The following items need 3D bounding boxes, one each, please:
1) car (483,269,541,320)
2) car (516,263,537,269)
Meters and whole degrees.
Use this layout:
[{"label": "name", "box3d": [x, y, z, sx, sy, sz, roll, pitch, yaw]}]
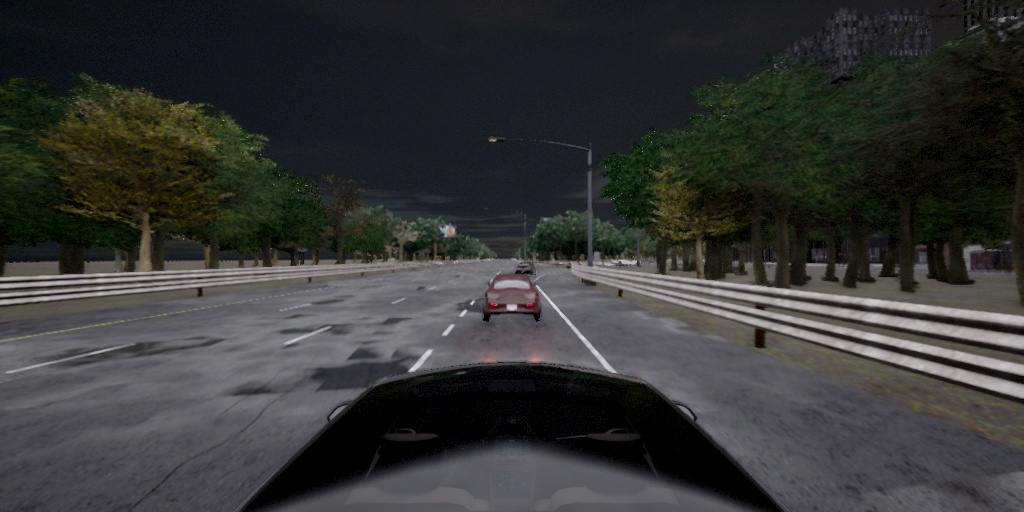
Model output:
[{"label": "car", "box3d": [-0.001, 1.346, 12.761, 1.812, 1.442, 4.674, 0, 0, 0]}, {"label": "car", "box3d": [1.627, 1.476, 39.915, 1.837, 1.490, 4.892, -1, -1, 11]}]
